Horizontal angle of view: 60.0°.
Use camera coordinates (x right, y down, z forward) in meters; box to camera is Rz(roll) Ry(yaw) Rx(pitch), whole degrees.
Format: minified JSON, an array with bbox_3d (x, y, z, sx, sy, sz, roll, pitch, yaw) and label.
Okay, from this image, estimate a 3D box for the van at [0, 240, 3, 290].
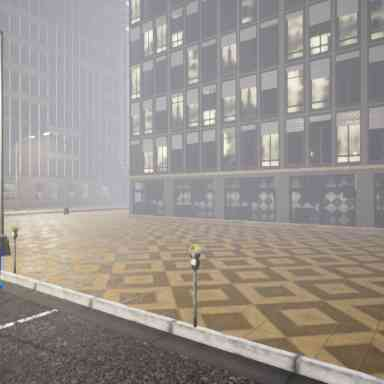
[{"bbox_3d":[-5.636,1.337,7.009,3.998,1.788,1.690,0,0,36],"label":"van"}]
